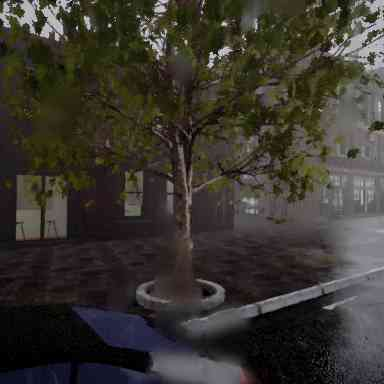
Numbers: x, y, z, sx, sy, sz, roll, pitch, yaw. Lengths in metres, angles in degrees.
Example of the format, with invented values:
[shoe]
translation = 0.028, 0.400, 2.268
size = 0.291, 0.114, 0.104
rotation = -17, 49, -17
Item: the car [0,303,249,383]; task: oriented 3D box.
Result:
[car]
translation = -1.542, 1.564, 2.014
size = 4.181, 1.385, 1.994
rotation = 0, 0, -35
